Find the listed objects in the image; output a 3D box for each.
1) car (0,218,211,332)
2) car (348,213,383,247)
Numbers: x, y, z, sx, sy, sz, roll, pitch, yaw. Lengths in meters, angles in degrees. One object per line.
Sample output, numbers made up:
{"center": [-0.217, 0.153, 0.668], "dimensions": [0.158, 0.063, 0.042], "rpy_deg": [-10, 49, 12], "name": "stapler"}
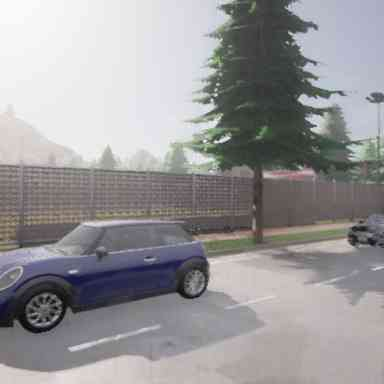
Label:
{"center": [-1.839, 1.384, 6.987], "dimensions": [4.553, 1.767, 2.097], "rpy_deg": [1, -1, -36], "name": "car"}
{"center": [8.879, 1.678, 14.886], "dimensions": [4.902, 1.511, 2.128], "rpy_deg": [1, -1, -36], "name": "car"}
